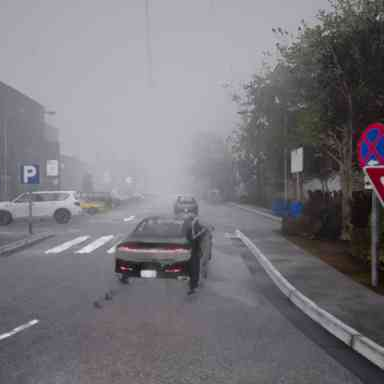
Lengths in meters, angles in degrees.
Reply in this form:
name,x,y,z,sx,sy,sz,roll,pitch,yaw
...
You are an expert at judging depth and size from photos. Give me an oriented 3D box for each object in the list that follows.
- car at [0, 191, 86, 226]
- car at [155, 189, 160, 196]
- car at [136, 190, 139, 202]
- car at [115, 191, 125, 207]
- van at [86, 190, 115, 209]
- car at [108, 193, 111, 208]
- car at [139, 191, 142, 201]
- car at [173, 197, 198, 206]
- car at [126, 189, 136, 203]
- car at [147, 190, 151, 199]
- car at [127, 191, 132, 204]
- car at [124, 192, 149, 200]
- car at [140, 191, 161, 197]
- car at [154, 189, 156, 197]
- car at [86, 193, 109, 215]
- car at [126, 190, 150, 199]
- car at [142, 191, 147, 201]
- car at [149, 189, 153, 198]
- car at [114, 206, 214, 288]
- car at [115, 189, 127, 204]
name,x,y,z,sx,sy,sz,roll,pitch,yaw
car,-9.860,0.958,21.036,5.566,2.045,2.435,-1,1,-22
car,-11.665,0.553,87.088,4.892,1.521,2.231,-1,0,-22
car,-10.571,0.776,48.085,4.553,1.767,2.185,-1,1,-21
car,-10.272,1.036,36.070,5.008,1.535,2.097,-1,1,-22
van,-10.304,0.847,33.020,4.442,1.987,1.878,-1,1,-22
car,-10.113,1.145,30.070,4.674,1.452,2.002,-1,0,-22
car,-10.656,0.899,51.100,4.792,1.488,2.163,-1,0,-22
car,-0.523,1.142,27.658,2.128,1.511,4.902,0,1,-1
car,-10.492,0.809,45.085,4.553,1.767,2.185,-1,1,-22
car,-10.742,0.773,60.159,5.366,1.575,1.946,-1,0,-21
car,-10.444,1.008,42.079,4.674,1.452,2.002,-1,0,-22
car,-11.067,0.764,66.088,4.674,1.452,2.002,-1,1,-22
car,-11.670,0.500,93.157,5.366,1.575,1.946,-1,0,-22
car,-11.285,0.675,75.103,4.792,1.488,2.163,-1,0,-22
car,-9.846,1.134,27.135,5.366,1.575,1.946,-1,0,-22
car,-11.183,0.572,69.081,4.553,1.767,2.185,-1,0,-22
car,-10.736,0.587,54.096,5.566,2.045,2.435,-1,0,-21
car,-10.983,0.500,63.109,5.566,2.045,2.435,-1,0,-22
car,-0.518,1.359,8.925,2.128,1.511,4.902,0,1,8
car,-10.396,0.877,39.069,4.553,1.767,2.185,-1,0,-22
